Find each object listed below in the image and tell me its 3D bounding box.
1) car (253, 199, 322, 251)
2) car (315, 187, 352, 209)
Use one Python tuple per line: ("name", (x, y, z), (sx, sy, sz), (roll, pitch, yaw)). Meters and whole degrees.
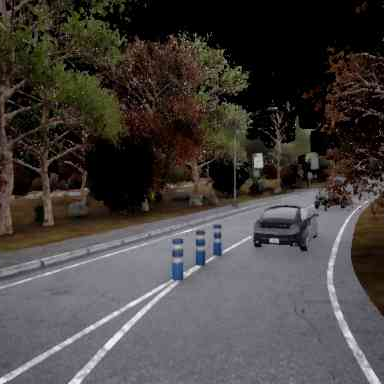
("car", (3.789, 1.264, 13.150), (1.837, 1.490, 4.892), (0, 2, 26))
("car", (11.075, 0.287, 25.982), (2.097, 1.767, 4.553), (-1, 3, 33))
